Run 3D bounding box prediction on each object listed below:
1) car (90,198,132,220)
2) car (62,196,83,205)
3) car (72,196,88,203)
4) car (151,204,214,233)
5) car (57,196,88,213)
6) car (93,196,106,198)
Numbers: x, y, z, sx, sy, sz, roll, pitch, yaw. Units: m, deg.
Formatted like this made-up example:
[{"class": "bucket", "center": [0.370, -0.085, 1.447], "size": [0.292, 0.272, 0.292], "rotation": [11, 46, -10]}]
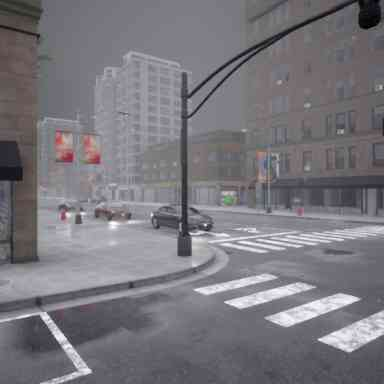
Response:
[{"class": "car", "center": [-6.706, 1.489, 27.739], "size": [1.812, 1.442, 4.674], "rotation": [0, 0, -36]}, {"class": "car", "center": [-21.494, 1.449, 59.595], "size": [2.033, 1.411, 5.357], "rotation": [0, 0, -36]}, {"class": "car", "center": [-22.335, 1.450, 66.280], "size": [1.994, 1.385, 4.181], "rotation": [0, 0, -36]}, {"class": "car", "center": [-0.693, 1.484, 19.413], "size": [1.837, 1.490, 4.892], "rotation": [0, 0, -35]}, {"class": "car", "center": [-13.624, 1.471, 37.318], "size": [1.812, 1.442, 4.674], "rotation": [0, 0, -36]}, {"class": "car", "center": [-16.243, 1.409, 57.870], "size": [1.837, 1.490, 4.892], "rotation": [0, 0, -36]}]
